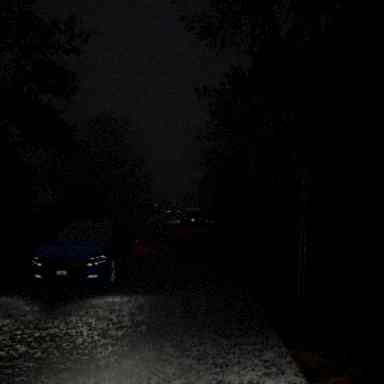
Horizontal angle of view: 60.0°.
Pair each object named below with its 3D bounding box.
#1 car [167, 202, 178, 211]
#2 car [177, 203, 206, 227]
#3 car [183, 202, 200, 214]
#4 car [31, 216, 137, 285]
[{"bbox_3d":[-3.040,2.332,53.831,2.033,1.411,5.357,0,-2,0],"label":"car"},{"bbox_3d":[0.045,1.700,24.275,1.812,1.442,4.674,0,-1,0],"label":"car"},{"bbox_3d":[-0.049,2.045,42.498,2.033,1.411,5.357,0,-1,0],"label":"car"},{"bbox_3d":[-2.858,1.512,9.784,1.882,1.535,5.008,0,0,0],"label":"car"}]
